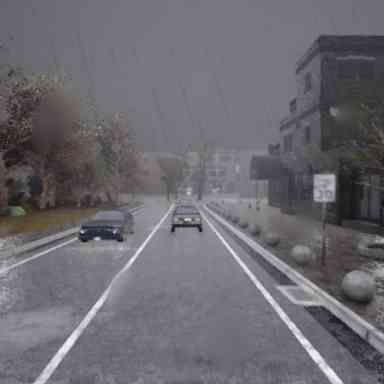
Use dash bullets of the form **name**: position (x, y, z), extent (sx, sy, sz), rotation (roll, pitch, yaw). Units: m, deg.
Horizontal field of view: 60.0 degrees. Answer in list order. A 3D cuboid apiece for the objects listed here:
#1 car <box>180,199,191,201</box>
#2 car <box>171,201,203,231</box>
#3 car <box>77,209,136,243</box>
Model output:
- **car**: position (-0.762, 1.512, 38.210), extent (2.033, 1.411, 5.357), rotation (0, 0, -1)
- **car**: position (-0.340, 1.537, 20.425), extent (2.033, 1.411, 5.357), rotation (0, 0, -1)
- **car**: position (-3.944, 1.550, 16.357), extent (2.033, 1.411, 5.357), rotation (0, 0, -1)
